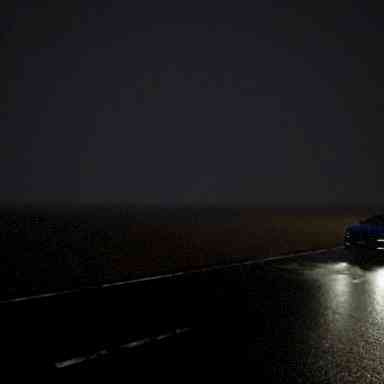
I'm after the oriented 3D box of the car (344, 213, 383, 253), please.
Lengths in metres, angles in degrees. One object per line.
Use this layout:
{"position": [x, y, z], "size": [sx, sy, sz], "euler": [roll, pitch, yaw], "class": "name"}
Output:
{"position": [8.157, 1.585, 13.499], "size": [5.008, 1.535, 1.882], "euler": [1, 0, -36], "class": "car"}
